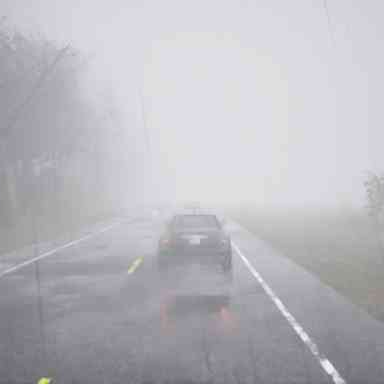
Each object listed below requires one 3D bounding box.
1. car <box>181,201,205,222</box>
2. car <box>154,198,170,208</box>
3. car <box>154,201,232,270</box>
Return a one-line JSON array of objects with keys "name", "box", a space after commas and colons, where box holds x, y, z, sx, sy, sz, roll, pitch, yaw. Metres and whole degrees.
[{"name": "car", "box": [0.094, 1.527, 27.679, 1.812, 1.442, 4.674, 0, 0, 0]}, {"name": "car", "box": [-3.581, 1.476, 41.215, 1.882, 1.535, 5.008, 0, 0, 0]}, {"name": "car", "box": [0.086, 1.355, 11.139, 2.097, 1.767, 4.553, 0, 0, 0]}]
